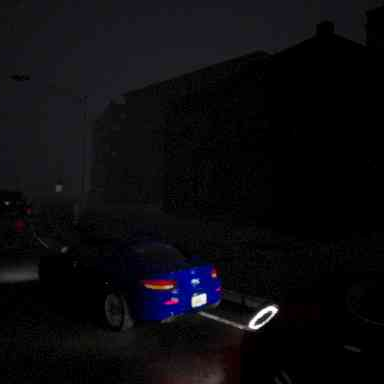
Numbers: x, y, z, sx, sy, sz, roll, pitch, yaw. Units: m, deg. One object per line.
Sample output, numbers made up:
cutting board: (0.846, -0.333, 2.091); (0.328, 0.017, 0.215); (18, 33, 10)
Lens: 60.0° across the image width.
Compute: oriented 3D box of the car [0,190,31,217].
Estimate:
car: (-14.790, 0.892, 27.219); (2.150, 2.045, 5.566); (2, 0, -23)

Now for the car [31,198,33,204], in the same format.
car: (-20.562, 1.070, 40.365); (1.812, 1.442, 4.674); (2, 0, -23)

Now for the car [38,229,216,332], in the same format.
car: (-1.505, 1.484, 6.812); (1.812, 1.442, 4.674); (1, 0, -45)

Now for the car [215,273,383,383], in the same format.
car: (2.728, 1.398, 3.087); (4.553, 1.767, 2.097); (1, 0, 37)
